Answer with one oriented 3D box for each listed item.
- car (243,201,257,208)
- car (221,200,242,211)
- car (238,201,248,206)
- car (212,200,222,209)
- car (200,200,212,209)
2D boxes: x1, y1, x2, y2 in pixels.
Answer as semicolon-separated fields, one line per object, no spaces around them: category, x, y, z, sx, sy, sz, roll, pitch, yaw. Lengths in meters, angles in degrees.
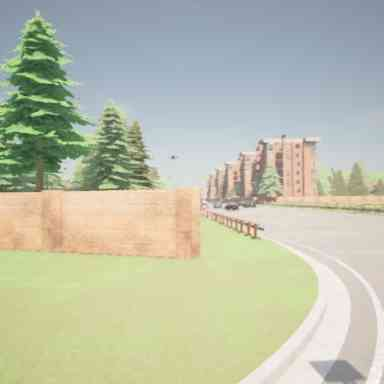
car;12.738;2.679;73.665;2.097;1.767;4.553;-1;-1;-5
car;7.000;2.575;59.049;1.882;1.535;5.008;-1;-2;-5
car;14.488;3.234;94.196;1.812;1.442;4.674;-1;-1;-5
car;5.723;2.936;73.557;2.033;1.411;5.357;-1;-1;-5
car;2.386;2.916;71.498;2.128;1.511;4.902;-1;-1;-5
